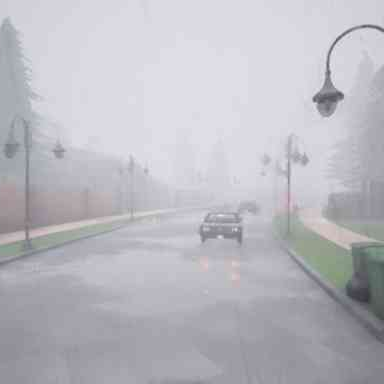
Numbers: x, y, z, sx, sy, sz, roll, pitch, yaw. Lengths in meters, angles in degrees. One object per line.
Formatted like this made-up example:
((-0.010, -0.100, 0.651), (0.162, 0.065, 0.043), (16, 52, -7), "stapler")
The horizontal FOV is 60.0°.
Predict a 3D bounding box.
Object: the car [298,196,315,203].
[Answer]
((24.365, 1.518, 70.714), (2.128, 1.511, 4.902), (0, 0, 44), "car")

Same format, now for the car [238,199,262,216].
((5.845, 1.524, 33.433), (1.837, 1.490, 4.892), (0, 0, 19), "car")

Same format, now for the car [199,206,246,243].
((1.536, 1.606, 16.243), (1.895, 1.301, 4.718), (0, 0, 9), "car")

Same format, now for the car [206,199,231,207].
((2.987, 1.535, 36.430), (1.812, 1.442, 4.674), (0, 0, 21), "car")
